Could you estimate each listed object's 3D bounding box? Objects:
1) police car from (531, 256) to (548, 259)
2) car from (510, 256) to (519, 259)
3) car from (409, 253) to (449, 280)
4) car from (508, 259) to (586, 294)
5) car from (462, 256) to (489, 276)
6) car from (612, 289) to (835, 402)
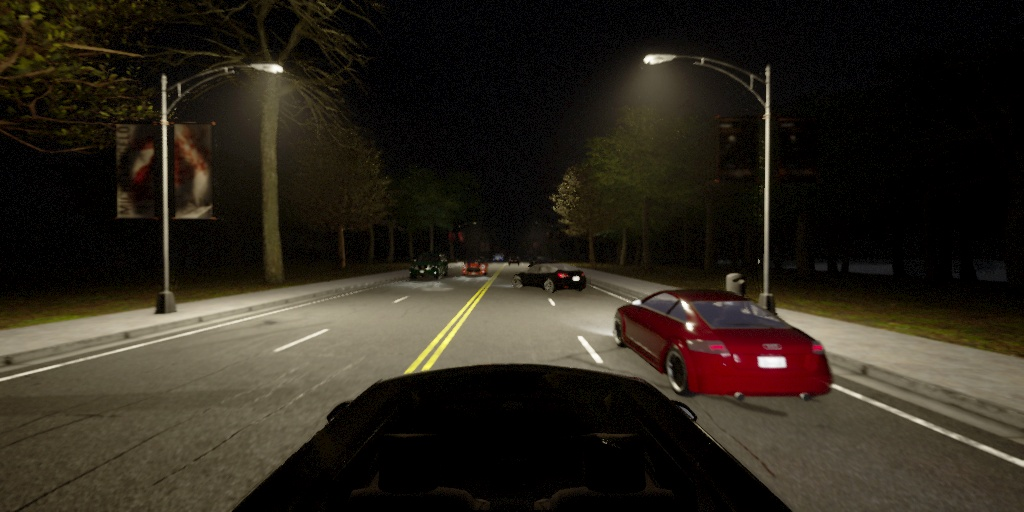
[{"bbox_3d":[3.392,0.913,39.566,1.930,1.638,5.238,0,0,0],"label":"police car"},{"bbox_3d":[0.347,0.860,60.895,1.837,1.490,4.892,0,1,1],"label":"car"},{"bbox_3d":[-6.521,0.783,28.832,2.150,2.045,5.566,0,0,0],"label":"car"},{"bbox_3d":[1.928,1.128,19.483,2.163,1.488,4.792,0,0,-31],"label":"car"},{"bbox_3d":[-3.244,0.886,32.553,2.097,1.767,4.553,0,0,0],"label":"car"},{"bbox_3d":[3.252,1.280,6.487,1.994,1.385,4.181,0,0,0],"label":"car"}]
